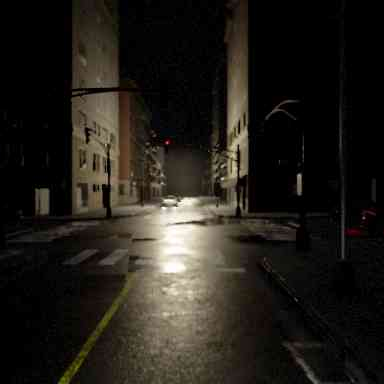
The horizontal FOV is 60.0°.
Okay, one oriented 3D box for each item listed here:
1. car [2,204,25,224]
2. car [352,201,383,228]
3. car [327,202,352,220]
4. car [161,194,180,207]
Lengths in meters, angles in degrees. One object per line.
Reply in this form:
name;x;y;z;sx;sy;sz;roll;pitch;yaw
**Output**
car;-14.619;1.594;24.360;4.403;1.369;2.008;-1;1;0
car;11.946;1.268;18.313;5.008;1.535;1.882;-1;0;0
car;12.143;1.327;24.163;4.507;1.381;1.887;-1;1;0
car;-3.058;1.284;46.286;1.812;1.442;4.674;0;0;0
